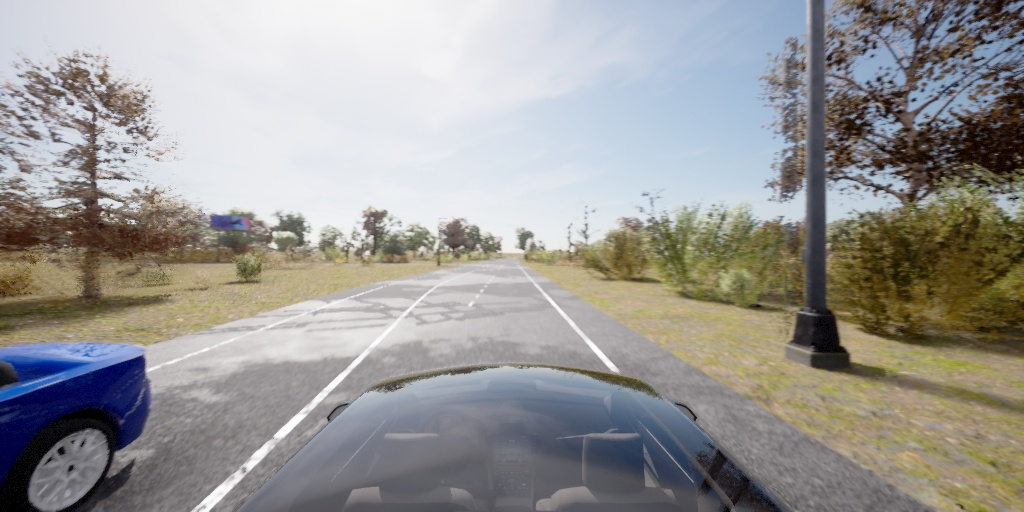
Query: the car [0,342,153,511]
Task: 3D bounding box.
[{"bbox_3d":[-4.185,1.220,1.258,1.882,1.535,5.008,0,0,-6],"label":"car"}]
